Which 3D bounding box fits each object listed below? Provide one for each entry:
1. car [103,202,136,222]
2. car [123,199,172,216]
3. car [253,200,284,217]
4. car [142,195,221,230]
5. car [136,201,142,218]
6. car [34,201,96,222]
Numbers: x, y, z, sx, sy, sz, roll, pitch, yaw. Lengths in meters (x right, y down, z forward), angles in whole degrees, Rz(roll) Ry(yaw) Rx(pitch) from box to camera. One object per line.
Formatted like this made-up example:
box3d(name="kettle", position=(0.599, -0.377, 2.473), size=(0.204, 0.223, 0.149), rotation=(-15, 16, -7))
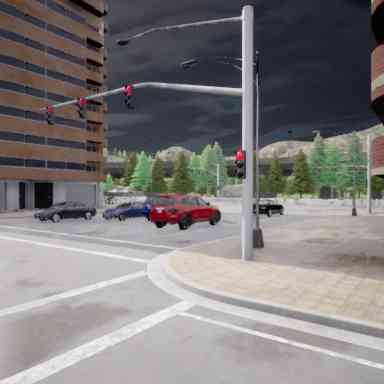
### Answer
box3d(name="car", position=(-5.048, 1.526, 27.030), size=(1.812, 1.442, 4.674), rotation=(0, 0, 36))
box3d(name="car", position=(-4.426, 1.491, 33.830), size=(2.128, 1.511, 4.902), rotation=(0, 0, 36))
box3d(name="car", position=(7.158, 1.478, 31.701), size=(1.882, 1.535, 5.008), rotation=(0, 0, 36))
box3d(name="car", position=(-0.295, 1.219, 21.339), size=(2.150, 2.045, 5.566), rotation=(0, 0, 36))
box3d(name="car", position=(-1.408, 1.219, 25.788), size=(2.150, 2.045, 5.566), rotation=(0, 0, 36))
box3d(name="car", position=(-9.907, 1.505, 26.288), size=(1.837, 1.490, 4.892), rotation=(0, 0, 36))
